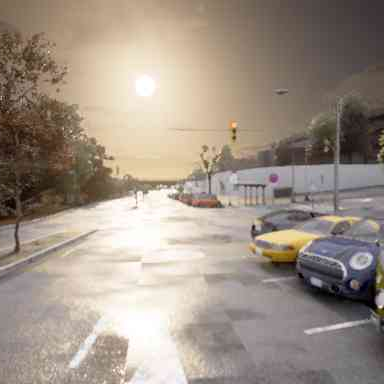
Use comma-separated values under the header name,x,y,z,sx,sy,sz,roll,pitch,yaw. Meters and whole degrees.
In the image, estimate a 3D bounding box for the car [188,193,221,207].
name,x,y,z,sx,sy,sz,roll,pitch,yaw
car,2.332,1.432,51.634,4.553,1.767,2.185,1,0,-26

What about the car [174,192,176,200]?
name,x,y,z,sx,sy,sz,roll,pitch,yaw
car,-1.162,1.323,81.478,4.553,1.767,2.185,1,0,-27

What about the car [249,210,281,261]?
name,x,y,z,sx,sy,sz,roll,pitch,yaw
car,4.467,1.449,10.793,5.366,1.575,1.946,1,0,-22

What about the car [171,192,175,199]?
name,x,y,z,sx,sy,sz,roll,pitch,yaw
car,-1.831,1.193,87.468,5.566,2.045,2.435,1,0,-27

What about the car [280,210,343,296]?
name,x,y,z,sx,sy,sz,roll,pitch,yaw
car,4.732,1.337,7.851,4.553,1.767,2.185,1,0,-21

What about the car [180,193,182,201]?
name,x,y,z,sx,sy,sz,roll,pitch,yaw
car,1.398,1.270,60.637,5.566,2.045,2.435,0,0,-27

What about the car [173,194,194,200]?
name,x,y,z,sx,sy,sz,roll,pitch,yaw
car,-2.413,1.450,93.492,5.366,1.575,1.946,1,0,-27

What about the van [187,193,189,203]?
name,x,y,z,sx,sy,sz,roll,pitch,yaw
van,1.946,1.319,54.586,4.442,1.987,1.878,1,0,-26

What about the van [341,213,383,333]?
name,x,y,z,sx,sy,sz,roll,pitch,yaw
van,4.638,1.243,4.777,4.442,1.987,1.878,1,0,-21

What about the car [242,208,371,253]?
name,x,y,z,sx,sy,sz,roll,pitch,yaw
car,4.745,1.483,13.841,4.792,1.488,2.163,1,0,-22

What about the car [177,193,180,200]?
name,x,y,z,sx,sy,sz,roll,pitch,yaw
car,0.336,1.234,69.588,5.566,2.045,2.435,0,0,-27

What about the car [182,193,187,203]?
name,x,y,z,sx,sy,sz,roll,pitch,yaw
car,1.693,1.282,57.614,5.566,2.045,2.435,1,0,-27
